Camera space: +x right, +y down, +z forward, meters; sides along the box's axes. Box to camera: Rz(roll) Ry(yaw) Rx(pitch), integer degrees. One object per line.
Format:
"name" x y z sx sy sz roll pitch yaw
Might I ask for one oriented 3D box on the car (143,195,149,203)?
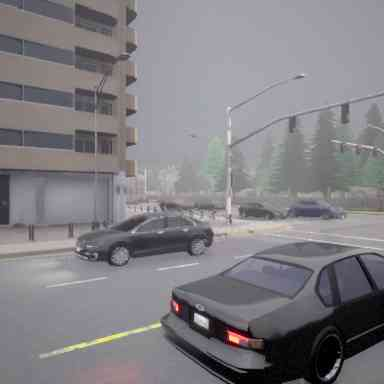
"car" -10.952 1.408 69.855 2.097 1.767 4.553 0 0 -36

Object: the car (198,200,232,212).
"car" 2.316 1.603 39.141 2.033 1.411 5.357 0 0 -36

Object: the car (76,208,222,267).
"car" -1.457 1.505 11.481 4.892 1.490 1.837 0 0 -35

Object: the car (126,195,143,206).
"car" -10.653 1.620 57.247 1.994 1.385 4.181 0 0 -35

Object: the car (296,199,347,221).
"car" 10.551 1.403 28.106 2.097 1.767 4.553 0 0 -39

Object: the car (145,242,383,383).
"car" 2.162 1.547 5.320 5.357 1.411 2.033 0 0 -35

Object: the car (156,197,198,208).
"car" -1.881 1.533 38.981 1.882 1.535 5.008 0 1 -36

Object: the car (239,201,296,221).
"car" 5.939 1.559 27.852 1.837 1.490 4.892 0 0 -32
